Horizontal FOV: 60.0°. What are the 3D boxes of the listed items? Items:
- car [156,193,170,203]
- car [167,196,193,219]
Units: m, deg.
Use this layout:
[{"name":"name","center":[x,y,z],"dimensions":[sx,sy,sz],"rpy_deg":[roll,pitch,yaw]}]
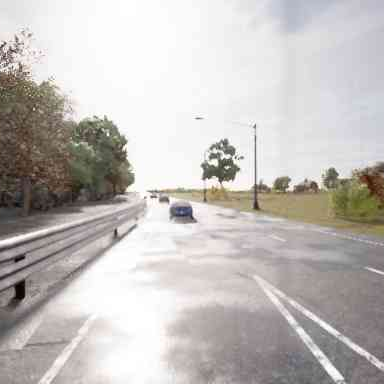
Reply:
[{"name":"car","center":[-5.412,1.320,63.710],"dimensions":[1.837,1.490,4.892],"rpy_deg":[0,0,-9]},{"name":"car","center":[-0.975,1.427,28.318],"dimensions":[1.882,1.535,5.008],"rpy_deg":[0,0,-4]}]
